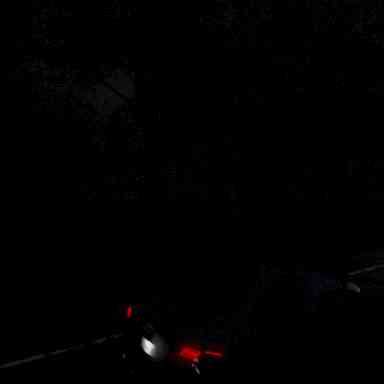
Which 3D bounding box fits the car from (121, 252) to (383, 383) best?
[{"bbox_3d":[1.181,1.564,4.591,4.181,1.385,1.994,0,0,-35],"label":"car"}]
